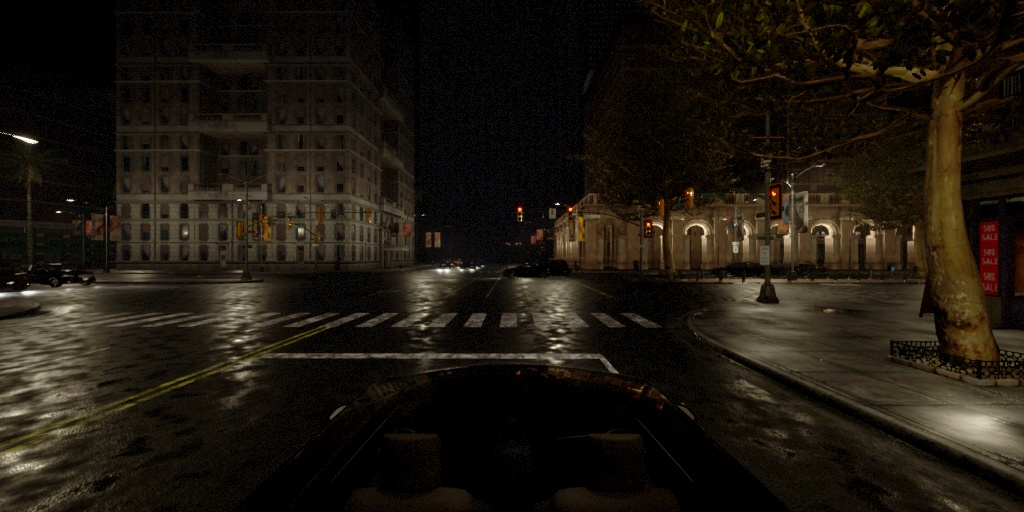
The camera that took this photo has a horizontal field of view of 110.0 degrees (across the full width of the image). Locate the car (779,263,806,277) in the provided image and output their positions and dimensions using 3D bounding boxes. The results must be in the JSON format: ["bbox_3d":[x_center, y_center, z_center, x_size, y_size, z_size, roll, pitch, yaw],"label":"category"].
[{"bbox_3d":[24.649,1.297,34.642,5.357,1.411,2.033,0,0,0],"label":"car"}]

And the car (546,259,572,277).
[{"bbox_3d":[3.419,1.102,34.820,4.553,1.767,2.097,0,0,0],"label":"car"}]

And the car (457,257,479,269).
[{"bbox_3d":[-6.916,1.102,56.804,2.097,1.767,4.553,0,0,1],"label":"car"}]

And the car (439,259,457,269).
[{"bbox_3d":[-10.412,1.242,57.249,2.128,1.511,4.902,0,0,1],"label":"car"}]

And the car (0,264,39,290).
[{"bbox_3d":[-29.793,1.314,19.910,4.181,1.385,1.994,0,0,1],"label":"car"}]

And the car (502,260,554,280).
[{"bbox_3d":[1.242,1.314,31.339,4.181,1.385,1.994,0,0,0],"label":"car"}]

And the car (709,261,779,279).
[{"bbox_3d":[19.814,1.228,31.182,5.008,1.535,1.882,0,0,0],"label":"car"}]

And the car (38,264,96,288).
[{"bbox_3d":[-30.233,1.242,23.421,4.902,1.511,2.128,0,0,1],"label":"car"}]
